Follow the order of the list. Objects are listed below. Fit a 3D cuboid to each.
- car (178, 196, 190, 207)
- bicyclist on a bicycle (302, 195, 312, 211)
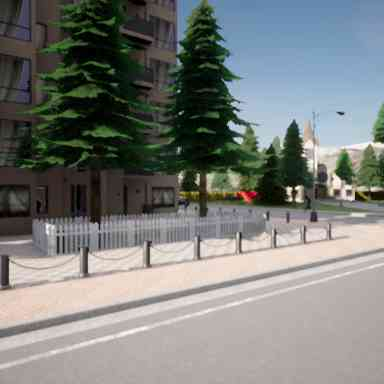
[{"bbox_3d":[-2.173,1.364,48.630,1.837,1.490,4.892,0,0,-35],"label":"car"},{"bbox_3d":[12.105,1.141,34.921,1.656,1.620,0.582,-1,0,-35],"label":"bicyclist on a bicycle"}]
